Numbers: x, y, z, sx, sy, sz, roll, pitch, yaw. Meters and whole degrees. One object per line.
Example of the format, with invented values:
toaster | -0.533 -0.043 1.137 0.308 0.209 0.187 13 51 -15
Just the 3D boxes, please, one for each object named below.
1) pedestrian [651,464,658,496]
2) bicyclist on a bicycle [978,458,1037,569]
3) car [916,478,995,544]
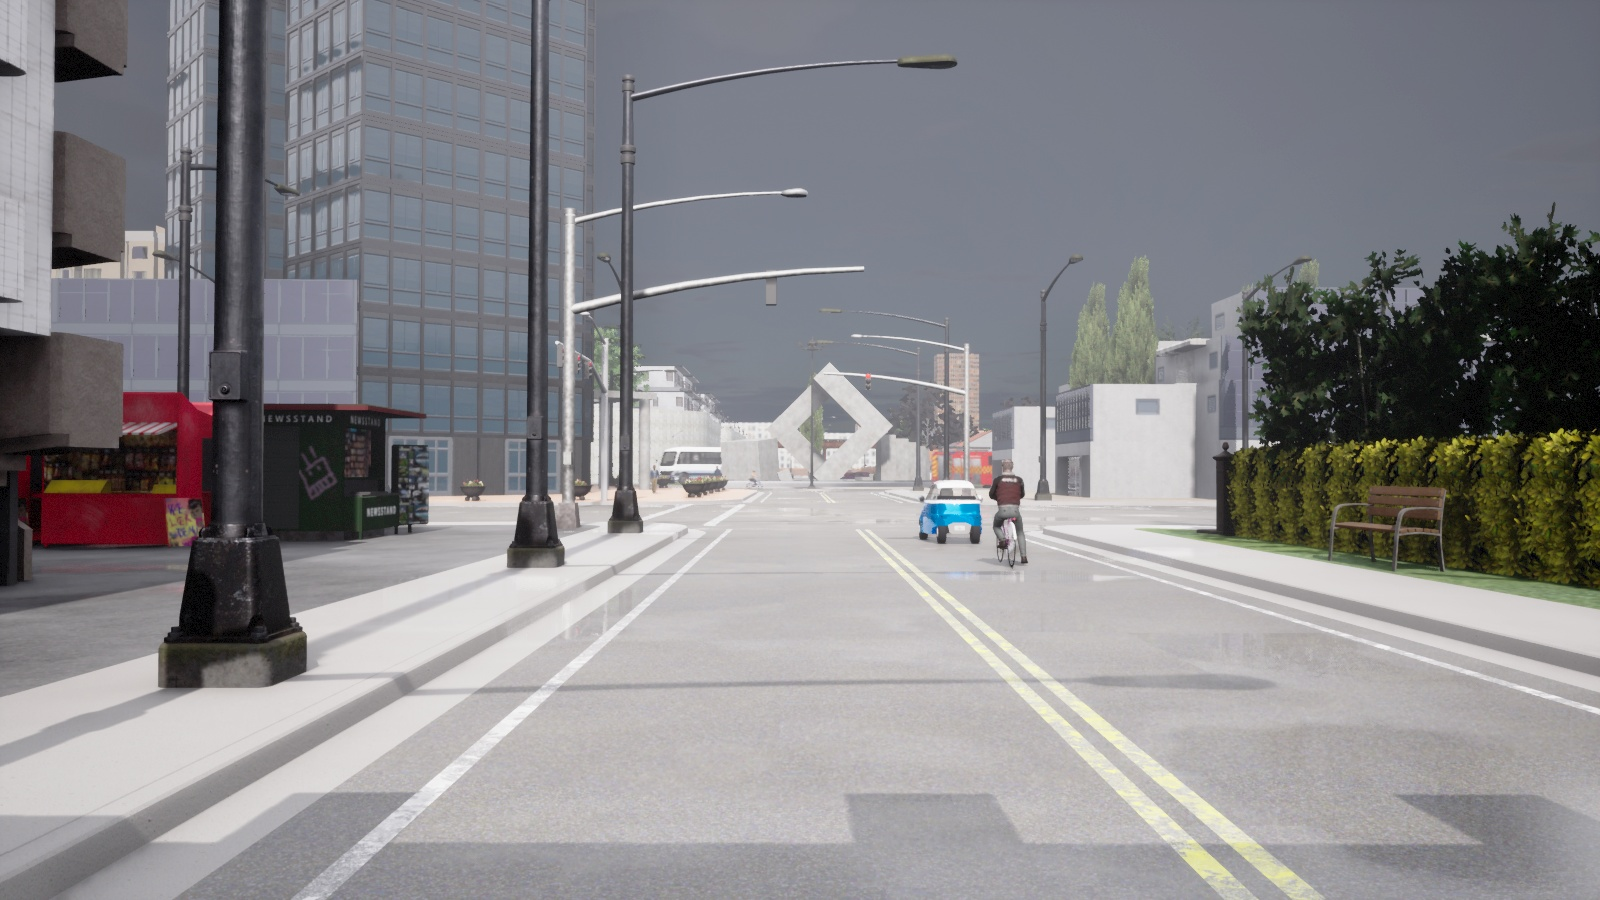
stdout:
pedestrian | -9.076 1.859 78.414 0.423 1.949 0.788 0 -1 -8
bicyclist on a bicycle | 3.446 1.023 21.000 0.659 1.776 1.843 0 -1 0
car | 3.429 1.324 27.981 1.481 1.376 2.207 0 -1 0
